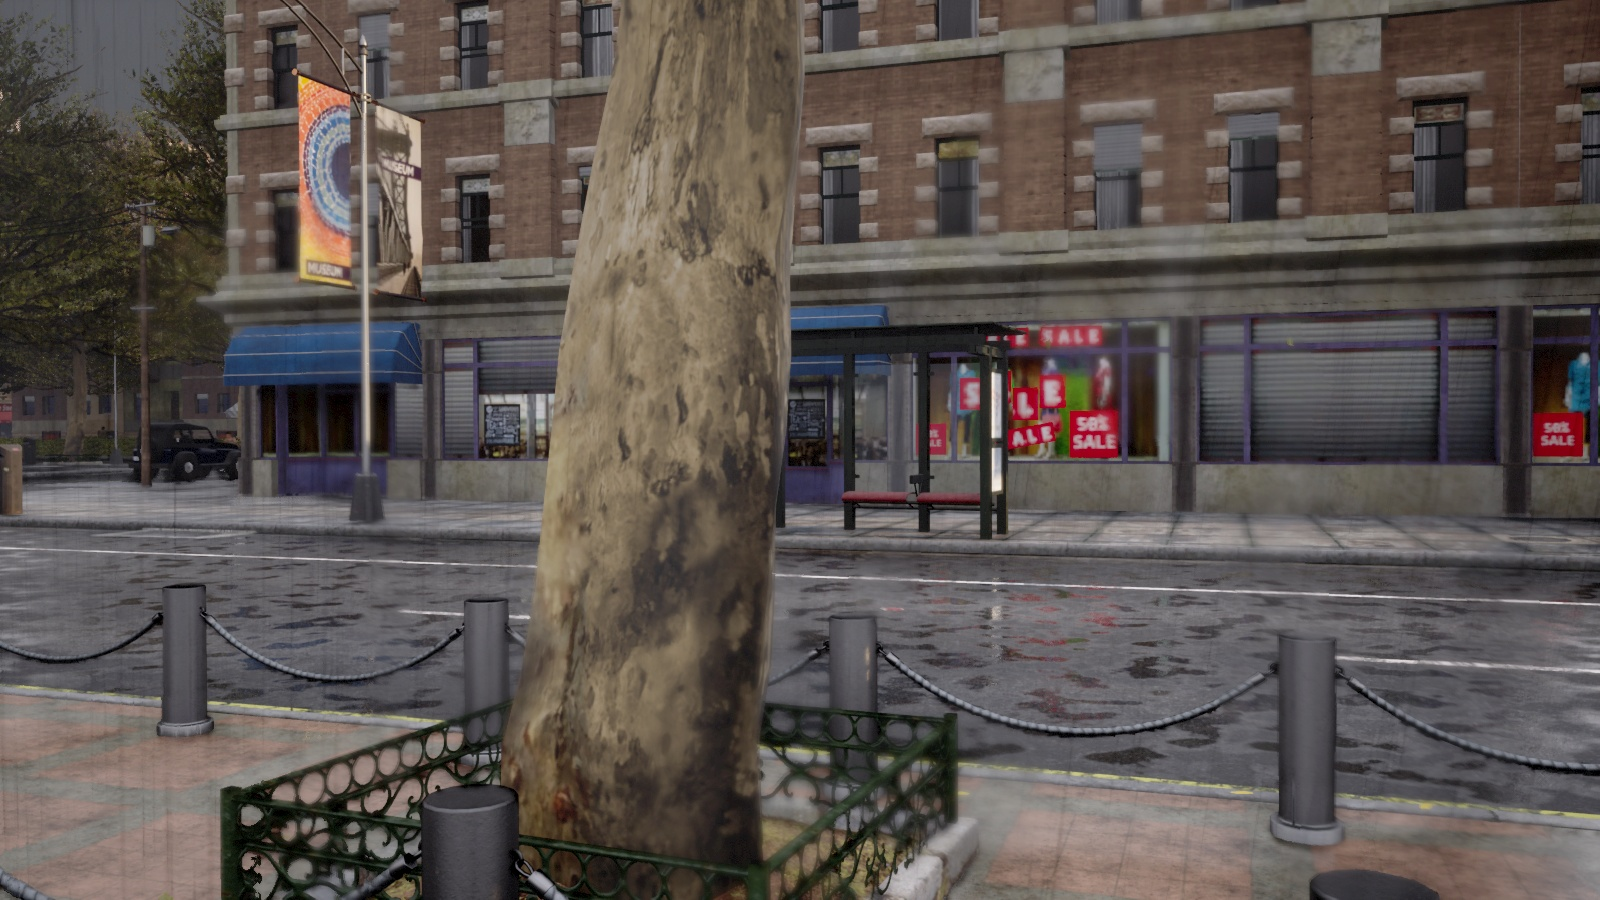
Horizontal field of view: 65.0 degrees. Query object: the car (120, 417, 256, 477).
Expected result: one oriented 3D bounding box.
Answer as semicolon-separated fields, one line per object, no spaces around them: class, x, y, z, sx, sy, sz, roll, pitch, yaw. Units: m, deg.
car;-20.175;-0.119;41.599;1.905;1.878;3.866;1;1;18
